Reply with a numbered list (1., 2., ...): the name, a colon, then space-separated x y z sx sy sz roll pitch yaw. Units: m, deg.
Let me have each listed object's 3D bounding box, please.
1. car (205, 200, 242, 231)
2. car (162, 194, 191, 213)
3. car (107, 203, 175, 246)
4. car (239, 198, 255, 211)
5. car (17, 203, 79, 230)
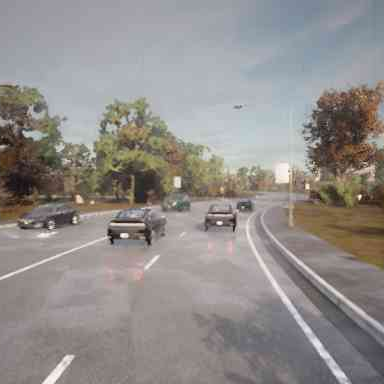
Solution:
1. car: 1.904 1.526 20.917 2.128 1.511 4.902 0 0 9
2. car: -1.722 1.260 38.437 2.150 2.045 5.566 0 0 15
3. car: -2.370 1.503 15.445 2.128 1.511 4.902 0 0 6
4. car: 6.756 1.585 41.947 1.837 1.490 4.892 0 0 16
5. car: -8.903 1.498 21.021 1.837 1.490 4.892 0 0 8
